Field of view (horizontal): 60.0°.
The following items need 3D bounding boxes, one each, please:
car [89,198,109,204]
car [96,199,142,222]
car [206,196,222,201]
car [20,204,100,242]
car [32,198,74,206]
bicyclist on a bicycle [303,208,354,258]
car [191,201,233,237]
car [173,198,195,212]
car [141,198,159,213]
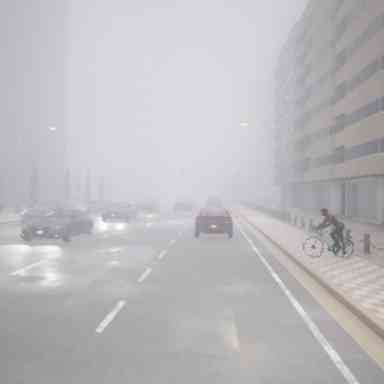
[{"bbox_3d":[-8.604,1.373,31.946,1.837,1.490,4.892,1,0,4],"label":"car"},{"bbox_3d":[-5.522,1.476,25.672,1.994,1.385,4.181,1,0,4],"label":"car"},{"bbox_3d":[2.911,1.367,44.645,2.097,1.767,4.553,1,0,4],"label":"car"},{"bbox_3d":[-6.172,1.473,15.722,1.994,1.385,4.181,1,0,4],"label":"car"},{"bbox_3d":[-9.263,1.216,22.013,2.097,1.767,4.553,1,0,4],"label":"car"},{"bbox_3d":[4.474,1.355,10.891,1.656,1.620,0.582,1,0,4],"label":"bicyclist on a bicycle"},{"bbox_3d":[1.198,1.484,18.253,1.882,1.535,5.008,1,0,4],"label":"car"},{"bbox_3d":[-1.018,1.492,38.091,1.812,1.442,4.674,1,0,4],"label":"car"},{"bbox_3d":[-4.813,1.394,35.886,1.882,1.535,5.008,1,0,4],"label":"car"}]
